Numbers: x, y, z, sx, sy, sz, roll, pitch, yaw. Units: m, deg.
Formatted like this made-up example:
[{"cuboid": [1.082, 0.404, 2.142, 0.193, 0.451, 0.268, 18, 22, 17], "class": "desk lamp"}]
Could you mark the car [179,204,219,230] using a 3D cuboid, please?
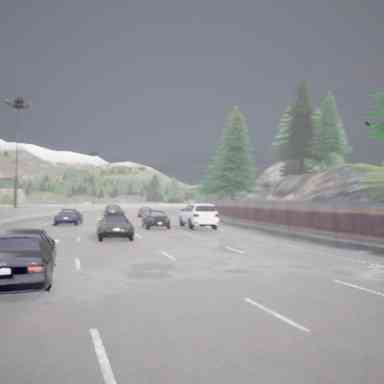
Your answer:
[{"cuboid": [0.462, 1.974, 27.371, 2.150, 2.045, 5.566, 2, -2, -14], "class": "car"}]

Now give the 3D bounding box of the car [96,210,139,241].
[{"cuboid": [-4.596, 2.006, 19.627, 1.994, 1.385, 4.181, 2, -2, -17], "class": "car"}]

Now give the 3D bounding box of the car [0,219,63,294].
[{"cuboid": [-4.742, 1.704, 9.090, 2.033, 1.411, 5.357, 2, -2, -21], "class": "car"}]

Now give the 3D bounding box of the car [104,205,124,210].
[{"cuboid": [-8.562, 2.159, 36.351, 2.097, 1.767, 4.553, 2, -2, -10], "class": "car"}]

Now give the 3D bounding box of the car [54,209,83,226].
[{"cuboid": [-10.636, 2.127, 28.822, 1.994, 1.385, 4.181, 2, -2, -13], "class": "car"}]

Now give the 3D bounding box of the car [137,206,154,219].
[{"cuboid": [-5.978, 2.597, 42.795, 1.994, 1.385, 4.181, 1, -1, -8], "class": "car"}]

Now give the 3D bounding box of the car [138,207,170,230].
[{"cuboid": [-2.966, 2.194, 26.840, 1.812, 1.442, 4.674, 2, -2, -15], "class": "car"}]
